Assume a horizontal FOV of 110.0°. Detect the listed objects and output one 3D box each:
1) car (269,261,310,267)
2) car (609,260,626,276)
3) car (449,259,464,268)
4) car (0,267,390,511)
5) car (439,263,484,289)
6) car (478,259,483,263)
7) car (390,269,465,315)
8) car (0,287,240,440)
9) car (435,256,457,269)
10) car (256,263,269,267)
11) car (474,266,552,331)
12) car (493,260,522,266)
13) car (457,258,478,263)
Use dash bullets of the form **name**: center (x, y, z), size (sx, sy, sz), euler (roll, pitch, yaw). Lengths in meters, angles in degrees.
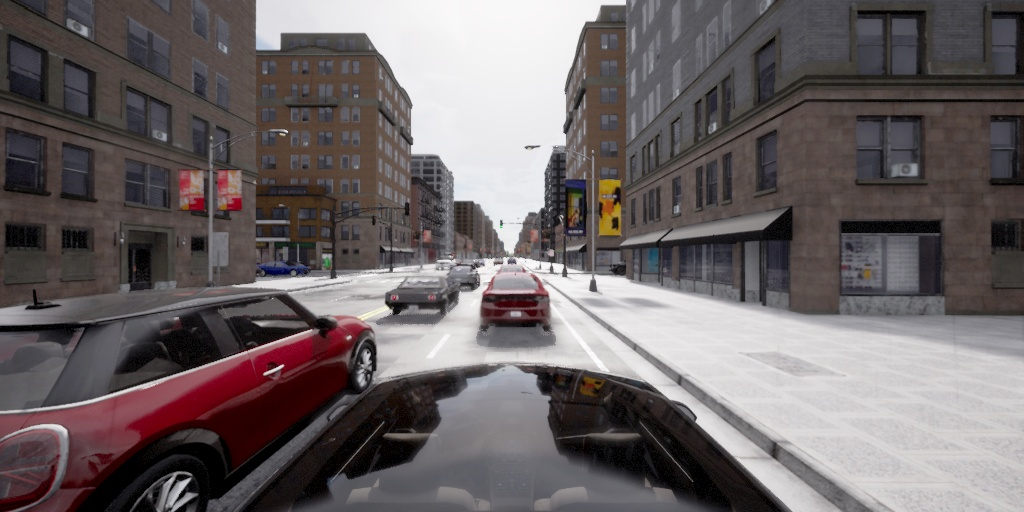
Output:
- **car**: center (-22.750, 1.261, 35.618), size (5.008, 1.535, 1.882), euler (0, 0, 0)
- **car**: center (13.371, 1.056, 38.741), size (5.566, 2.045, 2.150), euler (0, 0, 0)
- **car**: center (-9.817, 1.295, 63.599), size (1.882, 1.535, 5.008), euler (0, 0, 0)
- **car**: center (-3.153, 1.105, 3.790), size (2.097, 1.767, 4.553), euler (0, 0, 0)
- **car**: center (-3.155, 1.340, 23.185), size (1.994, 1.385, 4.181), euler (0, 0, 0)
- **car**: center (-6.574, 1.418, 62.682), size (1.895, 1.301, 4.718), euler (0, 0, 0)
- **car**: center (-3.151, 1.366, 13.727), size (1.895, 1.301, 4.718), euler (0, 0, 0)
- **car**: center (-6.600, 1.319, 5.289), size (1.994, 1.385, 4.181), euler (0, 0, 0)
- **car**: center (-9.826, 1.030, 53.599), size (2.150, 2.045, 5.566), euler (0, 0, 2)
- **car**: center (-25.420, 1.209, 33.091), size (4.097, 1.591, 1.967), euler (0, 0, 0)
- **car**: center (0.101, 1.239, 11.119), size (1.882, 1.535, 5.008), euler (0, 0, 0)
- **car**: center (0.022, 1.252, 21.860), size (1.882, 1.535, 5.008), euler (0, 0, 1)
- **car**: center (-6.595, 1.286, 53.343), size (1.882, 1.535, 5.008), euler (0, 0, -1)
